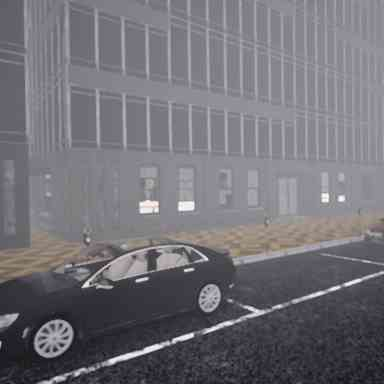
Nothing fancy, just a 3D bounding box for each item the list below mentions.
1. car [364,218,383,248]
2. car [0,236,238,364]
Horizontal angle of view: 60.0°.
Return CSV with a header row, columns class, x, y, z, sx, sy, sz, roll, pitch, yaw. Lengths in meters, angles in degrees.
class,x,y,z,sx,sy,sz,roll,pitch,yaw
car,8.094,1.343,12.332,4.206,1.307,1.802,-1,1,-35
car,-1.174,1.511,5.722,4.403,1.369,2.008,-1,1,-35
